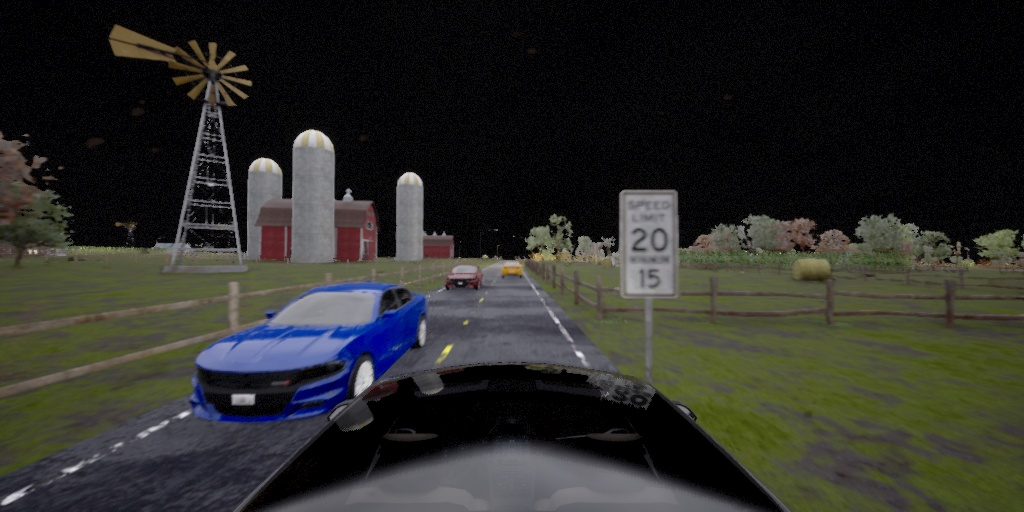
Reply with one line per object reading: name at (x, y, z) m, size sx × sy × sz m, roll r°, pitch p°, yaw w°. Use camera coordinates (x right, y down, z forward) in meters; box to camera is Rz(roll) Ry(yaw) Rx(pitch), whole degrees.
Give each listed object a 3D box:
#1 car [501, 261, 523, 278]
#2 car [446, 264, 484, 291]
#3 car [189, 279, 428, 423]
car at (0.006, 1.230, 34.459) m, size 1.882 × 1.535 × 5.008 m, roll 0°, pitch 0°, yaw 0°
car at (-2.837, 1.226, 22.262) m, size 1.882 × 1.535 × 5.008 m, roll 0°, pitch 0°, yaw 0°
car at (-2.843, 1.227, 6.282) m, size 1.882 × 1.535 × 5.008 m, roll 0°, pitch 0°, yaw 0°
